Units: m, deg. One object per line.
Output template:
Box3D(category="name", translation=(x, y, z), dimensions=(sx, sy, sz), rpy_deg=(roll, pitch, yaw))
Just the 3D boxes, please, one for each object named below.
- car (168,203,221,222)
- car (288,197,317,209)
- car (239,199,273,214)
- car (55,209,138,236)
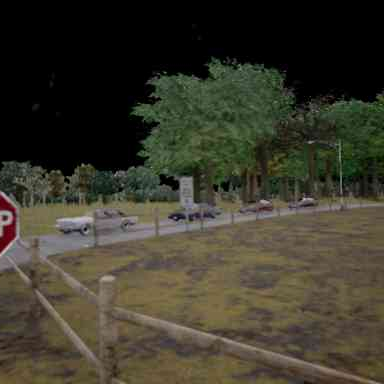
Box3D(category="car", translation=(0.342, 1.598, 27.376), dimensions=(2.033, 1.411, 5.357), rpy_deg=(-2, -1, 38))
Box3D(category="car", translation=(14.024, 1.411, 42.017), dimensions=(4.674, 1.442, 1.812), rpy_deg=(-1, -1, -41))
Box3D(category="car", translation=(6.783, 1.504, 34.953), dimensions=(1.812, 1.442, 4.674), rpy_deg=(-3, -1, 43))
Box3D(category="car", translation=(-5.501, 1.702, 19.518), dimensions=(1.895, 1.301, 4.718), rpy_deg=(-2, -1, 36))
